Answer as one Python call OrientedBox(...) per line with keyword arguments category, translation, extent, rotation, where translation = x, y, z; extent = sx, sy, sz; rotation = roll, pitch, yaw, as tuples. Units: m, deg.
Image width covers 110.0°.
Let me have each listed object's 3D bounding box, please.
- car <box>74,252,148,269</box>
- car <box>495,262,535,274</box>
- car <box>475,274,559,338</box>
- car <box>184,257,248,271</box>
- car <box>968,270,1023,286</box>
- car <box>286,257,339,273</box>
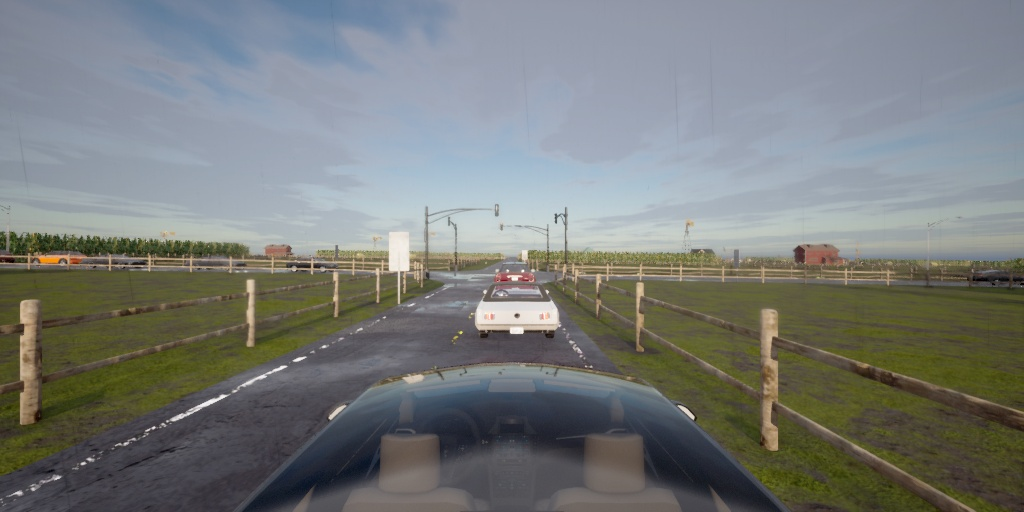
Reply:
OrientedBox(category="car", translation=(-40.759, 0.570, 36.729), extent=(5.357, 1.411, 2.033), rotation=(1, 0, 1))
OrientedBox(category="car", translation=(0.164, 1.103, 19.087), extent=(2.097, 1.767, 4.553), rotation=(0, 0, 1))
OrientedBox(category="car", translation=(0.117, 1.351, 10.098), extent=(1.895, 1.301, 4.718), rotation=(0, 0, 0))
OrientedBox(category="car", translation=(-30.237, 0.759, 36.701), extent=(5.357, 1.411, 2.033), rotation=(1, 0, 0))
OrientedBox(category="car", translation=(49.666, 2.233, 36.524), extent=(4.892, 1.490, 1.837), rotation=(2, 0, 0))
OrientedBox(category="car", translation=(-20.348, 0.896, 36.674), extent=(4.892, 1.490, 1.837), rotation=(1, 0, 0))
